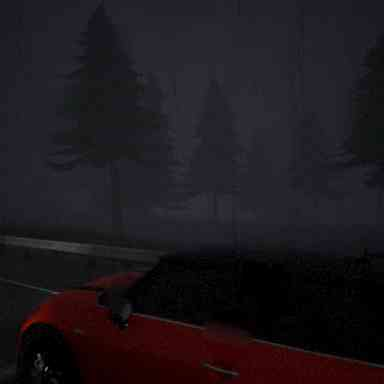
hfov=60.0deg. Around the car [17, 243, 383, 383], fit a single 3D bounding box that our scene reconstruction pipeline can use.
[{"bbox_3d":[0.249,1.351,3.537,4.553,1.767,2.097,0,0,31],"label":"car"}]
